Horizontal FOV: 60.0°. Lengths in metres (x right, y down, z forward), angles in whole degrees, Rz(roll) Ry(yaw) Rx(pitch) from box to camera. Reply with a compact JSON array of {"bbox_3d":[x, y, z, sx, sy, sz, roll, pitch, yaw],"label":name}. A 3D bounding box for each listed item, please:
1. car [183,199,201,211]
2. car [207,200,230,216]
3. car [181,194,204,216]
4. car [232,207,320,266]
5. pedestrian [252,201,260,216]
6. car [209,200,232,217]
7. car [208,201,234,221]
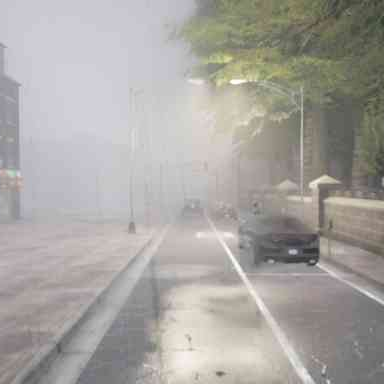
[{"bbox_3d":[0.003,1.595,42.062,2.033,1.411,5.357,0,-1,0],"label":"car"},{"bbox_3d":[2.646,1.574,34.225,2.008,1.369,4.403,-1,0,0],"label":"car"},{"bbox_3d":[0.061,1.372,32.628,2.097,1.767,4.553,0,0,0],"label":"car"},{"bbox_3d":[2.749,1.475,11.532,1.882,1.535,5.008,0,0,0],"label":"car"},{"bbox_3d":[2.749,1.292,14.519,0.375,1.860,0.375,-1,1,0],"label":"pedestrian"},{"bbox_3d":[2.670,1.545,32.251,1.752,1.417,4.829,-1,0,0],"label":"car"},{"bbox_3d":[2.619,1.562,27.090,2.008,1.369,4.403,-1,0,0],"label":"car"}]
